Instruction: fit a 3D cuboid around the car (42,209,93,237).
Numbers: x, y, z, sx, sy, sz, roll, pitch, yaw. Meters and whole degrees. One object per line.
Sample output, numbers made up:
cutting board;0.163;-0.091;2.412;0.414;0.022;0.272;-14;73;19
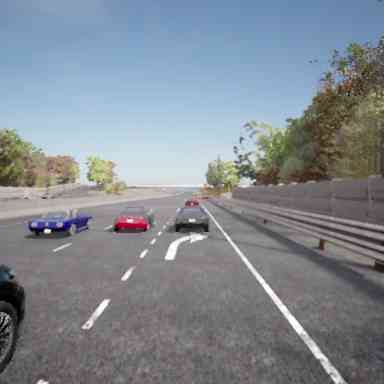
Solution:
car;-6.895;1.589;18.105;1.895;1.301;4.718;0;0;0

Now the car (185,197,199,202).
car;0.005;1.480;47.140;1.882;1.535;5.008;0;0;0

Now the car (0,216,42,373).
car;-3.399;1.220;2.290;2.150;2.045;5.566;0;0;0

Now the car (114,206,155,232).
car;-3.397;1.551;20.255;1.994;1.385;4.181;0;0;0

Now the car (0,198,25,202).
car;-21.074;1.484;39.022;2.128;1.511;4.902;0;0;0

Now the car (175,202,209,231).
car;0.002;1.551;20.466;1.994;1.385;4.181;0;0;0
